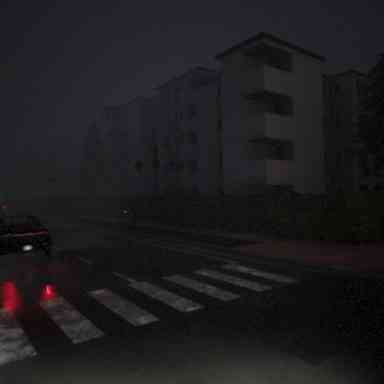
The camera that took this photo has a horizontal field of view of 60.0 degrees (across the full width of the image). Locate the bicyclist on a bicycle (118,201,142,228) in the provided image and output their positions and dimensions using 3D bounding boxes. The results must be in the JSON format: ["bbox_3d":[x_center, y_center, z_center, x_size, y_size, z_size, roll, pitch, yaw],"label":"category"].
[{"bbox_3d":[-3.885,1.413,20.956,1.656,1.620,0.582,-1,0,-37],"label":"bicyclist on a bicycle"}]

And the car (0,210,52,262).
[{"bbox_3d":[-6.857,1.652,12.850,2.128,1.511,4.902,-1,0,-37],"label":"car"}]

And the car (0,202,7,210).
[{"bbox_3d":[-23.698,1.898,39.734,2.097,1.767,4.553,-1,0,-43],"label":"car"}]
